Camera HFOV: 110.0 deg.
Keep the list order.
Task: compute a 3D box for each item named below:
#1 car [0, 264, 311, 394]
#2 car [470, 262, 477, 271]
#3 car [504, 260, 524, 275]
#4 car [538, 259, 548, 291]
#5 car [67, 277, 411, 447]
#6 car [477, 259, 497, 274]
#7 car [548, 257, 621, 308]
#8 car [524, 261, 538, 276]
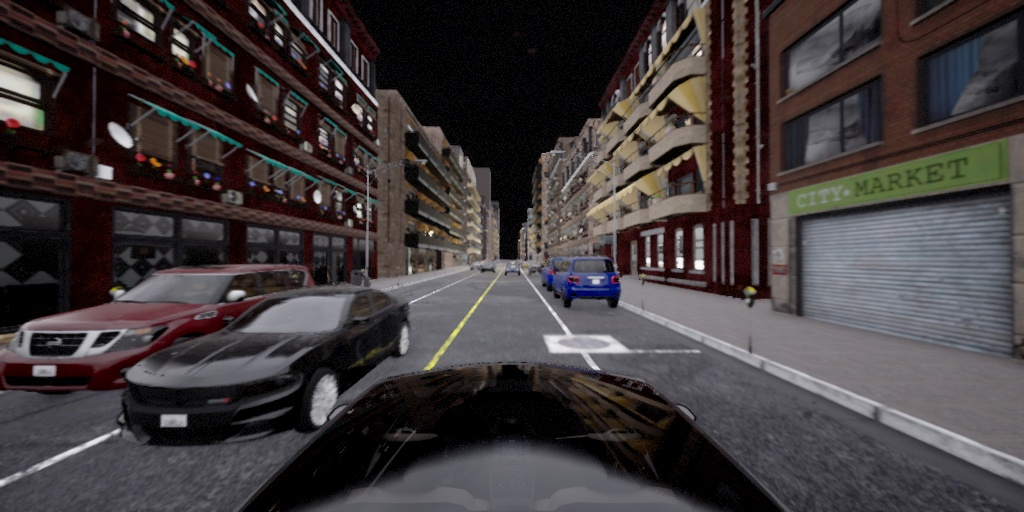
[{"bbox_3d":[-5.693,1.093,6.874,2.192,1.841,5.009,0,0,0],"label":"car"},{"bbox_3d":[-5.702,1.606,57.599,2.007,1.370,4.403,0,0,0],"label":"car"},{"bbox_3d":[0.075,1.524,42.900,2.033,1.411,5.357,0,0,0],"label":"car"},{"bbox_3d":[3.102,1.094,22.903,2.150,2.045,5.566,0,0,0],"label":"car"},{"bbox_3d":[-3.103,1.250,5.785,1.882,1.535,5.008,0,0,0],"label":"car"},{"bbox_3d":[-3.089,1.502,46.830,1.837,1.490,4.892,0,0,0],"label":"car"},{"bbox_3d":[3.103,1.057,15.903,2.150,2.045,5.566,0,0,0],"label":"car"},{"bbox_3d":[2.682,1.515,40.688,2.007,1.370,4.403,0,0,0],"label":"car"}]
